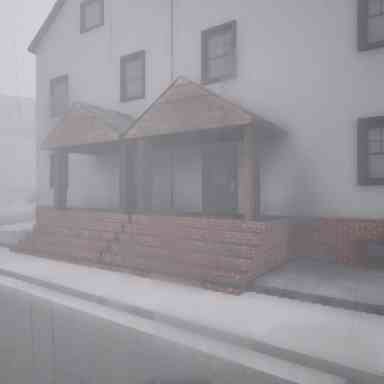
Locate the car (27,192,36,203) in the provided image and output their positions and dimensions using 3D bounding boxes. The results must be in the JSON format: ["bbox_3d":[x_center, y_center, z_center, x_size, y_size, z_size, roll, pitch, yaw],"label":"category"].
[{"bbox_3d":[-12.983,0.028,31.171,1.837,1.490,4.892,0,11,35],"label":"car"}]
